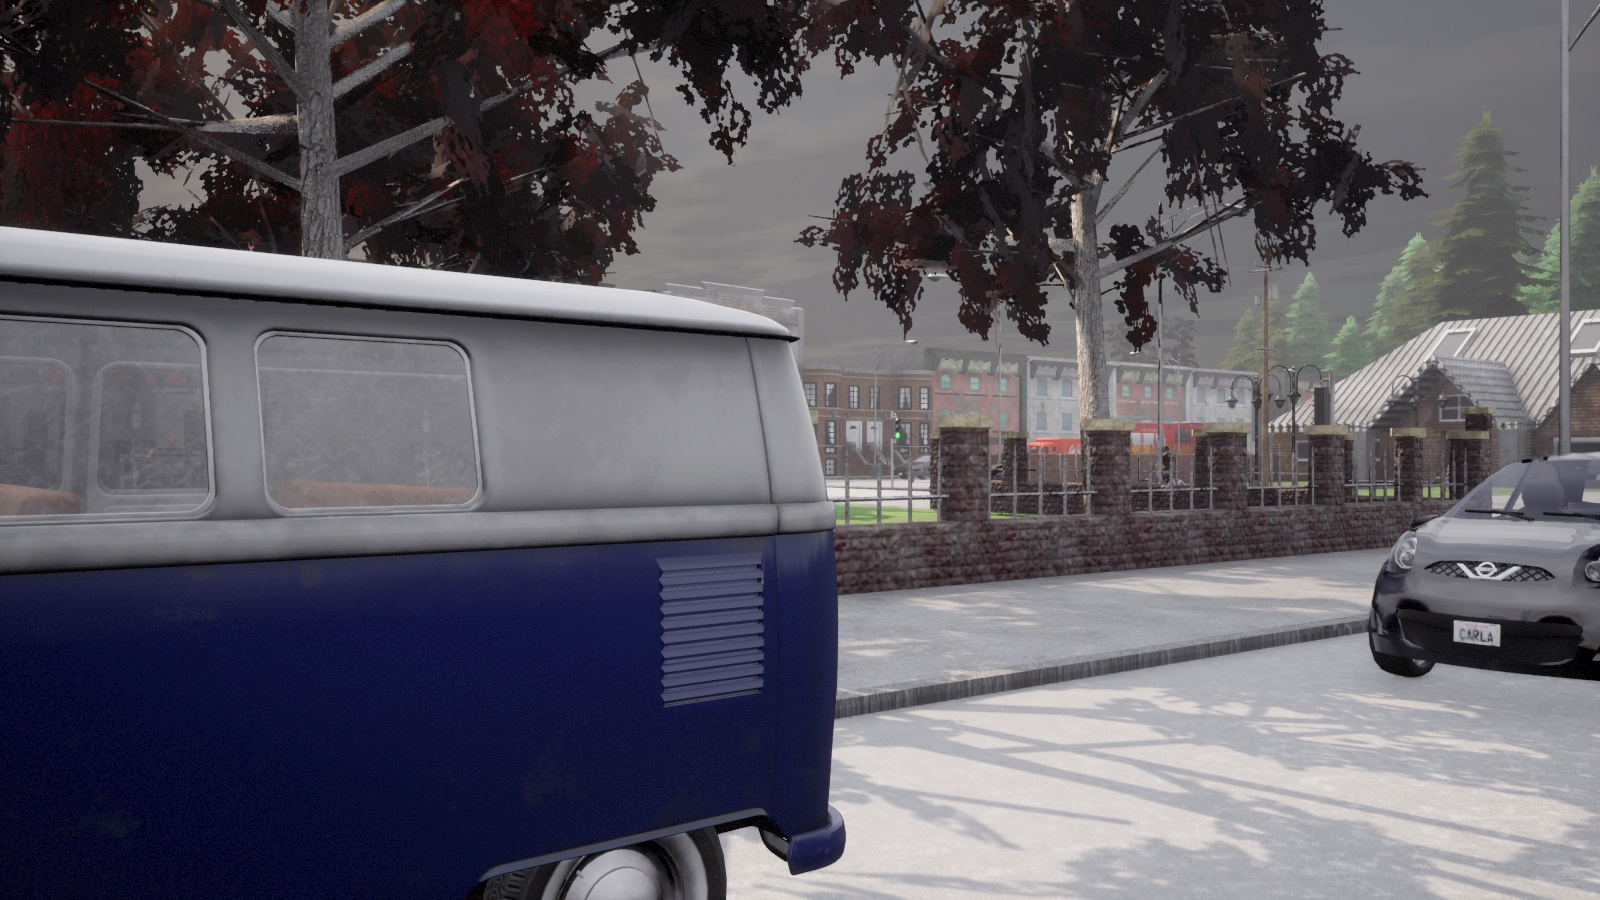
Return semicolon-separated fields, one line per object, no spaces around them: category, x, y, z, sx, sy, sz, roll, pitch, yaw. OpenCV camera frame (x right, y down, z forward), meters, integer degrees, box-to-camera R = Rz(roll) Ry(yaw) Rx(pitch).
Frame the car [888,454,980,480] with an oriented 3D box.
car;7.782;0.953;72.518;5.357;1.411;2.033;0;0;-38

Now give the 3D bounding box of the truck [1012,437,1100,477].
truck;16.133;0.414;78.935;5.204;2.467;2.627;0;0;-37

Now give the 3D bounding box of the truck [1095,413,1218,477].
truck;22.419;-0.275;78.711;8.468;3.827;2.891;0;0;-37

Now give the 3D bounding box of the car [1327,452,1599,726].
car;5.392;0.768;8.559;3.633;1.501;1.845;0;0;-40

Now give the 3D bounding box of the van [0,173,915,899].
van;-1.942;0.509;2.918;4.442;1.987;1.775;0;0;-40
